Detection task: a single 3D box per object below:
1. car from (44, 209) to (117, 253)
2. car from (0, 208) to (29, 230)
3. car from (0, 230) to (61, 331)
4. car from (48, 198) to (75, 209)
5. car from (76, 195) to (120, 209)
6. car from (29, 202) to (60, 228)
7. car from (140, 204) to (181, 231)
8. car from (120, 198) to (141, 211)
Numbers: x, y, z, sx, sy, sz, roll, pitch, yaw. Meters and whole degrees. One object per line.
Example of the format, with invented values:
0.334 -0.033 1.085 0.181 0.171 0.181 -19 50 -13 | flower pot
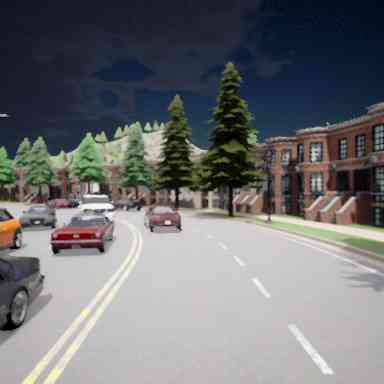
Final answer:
-4.313 1.596 13.713 1.895 1.301 4.718 0 0 -8 | car
-7.623 1.362 11.305 2.097 1.767 4.553 0 0 -6 | car
-3.692 1.554 4.140 2.033 1.411 5.357 0 0 -2 | car
-18.240 1.562 45.185 4.181 1.385 1.994 0 0 39 | car
-6.983 1.211 24.151 2.150 2.045 5.566 0 0 -22 | car
-9.628 1.567 21.070 1.994 1.385 4.181 0 0 -21 | car
-1.882 1.503 20.408 1.812 1.442 4.674 0 0 -14 | car
-7.723 1.475 39.520 1.837 1.490 4.892 0 0 -37 | car
